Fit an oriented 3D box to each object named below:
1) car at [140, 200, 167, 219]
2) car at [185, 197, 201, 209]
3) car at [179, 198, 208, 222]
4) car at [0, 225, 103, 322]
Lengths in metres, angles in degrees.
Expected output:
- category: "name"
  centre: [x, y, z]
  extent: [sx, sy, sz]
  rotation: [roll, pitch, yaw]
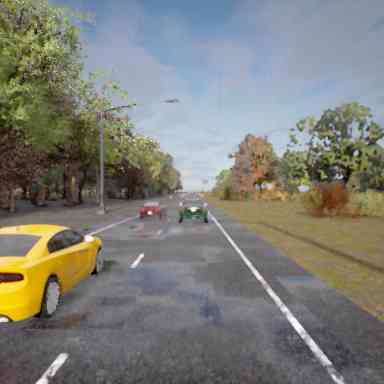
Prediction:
- category: "car"
  centre: [-3.197, 1.430, 27.949]
  extent: [1.812, 1.442, 4.674]
  rotation: [0, 0, 1]
- category: "car"
  centre: [0.101, 1.419, 43.077]
  extent: [1.994, 1.385, 4.181]
  rotation: [0, 0, 0]
- category: "car"
  centre: [0.101, 1.264, 25.421]
  extent: [2.097, 1.767, 4.553]
  rotation: [0, 0, 0]
- category: "car"
  centre: [-3.400, 1.452, 7.314]
  extent: [1.882, 1.535, 5.008]
  rotation: [0, 0, 0]
